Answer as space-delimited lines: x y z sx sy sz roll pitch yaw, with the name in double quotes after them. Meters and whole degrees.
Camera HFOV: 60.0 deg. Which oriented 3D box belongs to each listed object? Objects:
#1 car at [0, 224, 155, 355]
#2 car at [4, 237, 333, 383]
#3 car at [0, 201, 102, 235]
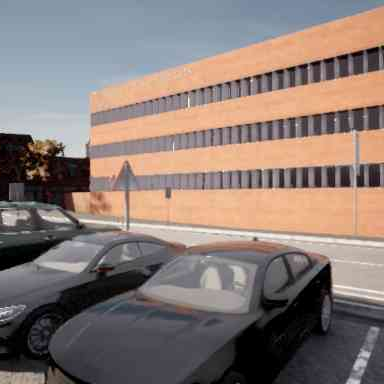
-1.782 1.528 6.269 2.002 1.452 4.674 0 0 36 "car"
0.521 1.484 4.628 2.097 1.535 5.008 0 0 36 "car"
-4.067 1.240 7.931 2.435 2.045 5.566 0 0 36 "car"
